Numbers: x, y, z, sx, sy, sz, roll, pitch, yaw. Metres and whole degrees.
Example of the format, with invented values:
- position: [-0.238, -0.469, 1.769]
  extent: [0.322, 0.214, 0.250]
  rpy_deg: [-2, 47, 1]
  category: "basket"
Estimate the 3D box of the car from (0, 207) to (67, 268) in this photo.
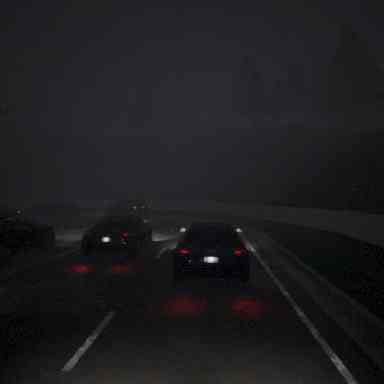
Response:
- position: [-6.402, 1.490, 11.258]
  extent: [2.128, 1.511, 4.902]
  rpy_deg: [0, 0, 2]
  category: "car"

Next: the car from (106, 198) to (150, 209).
- position: [-5.833, 1.374, 29.966]
  extent: [4.553, 1.767, 2.097]
  rpy_deg: [0, 0, 40]
  category: "car"

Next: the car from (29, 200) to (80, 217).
- position: [-12.384, 1.483, 29.591]
  extent: [5.008, 1.535, 1.882]
  rpy_deg: [0, -1, 18]
  category: "car"

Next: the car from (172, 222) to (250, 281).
- position: [0.561, 1.578, 9.930]
  extent: [1.994, 1.385, 4.181]
  rpy_deg: [0, 0, 3]
  category: "car"

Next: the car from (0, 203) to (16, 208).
- position: [-15.673, 1.557, 26.391]
  extent: [4.181, 1.385, 1.994]
  rpy_deg: [0, 0, 5]
  category: "car"

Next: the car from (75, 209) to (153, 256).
- position: [-2.781, 1.573, 13.155]
  extent: [1.994, 1.385, 4.181]
  rpy_deg: [0, 0, 3]
  category: "car"
